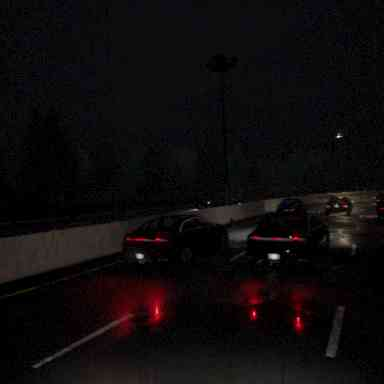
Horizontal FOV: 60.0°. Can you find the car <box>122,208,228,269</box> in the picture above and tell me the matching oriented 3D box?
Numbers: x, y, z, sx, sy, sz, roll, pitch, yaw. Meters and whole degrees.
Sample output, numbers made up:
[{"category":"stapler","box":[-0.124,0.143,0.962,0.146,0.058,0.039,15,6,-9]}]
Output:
[{"category":"car","box":[-0.327,1.525,11.407,2.128,1.511,4.902,-2,0,28]}]

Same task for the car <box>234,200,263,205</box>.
[{"category":"car","box":[7.372,1.288,40.860,1.837,1.490,4.892,-2,-1,31]}]

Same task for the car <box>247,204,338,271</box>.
[{"category":"car","box":[3.208,1.383,10.610,2.128,1.511,4.902,-2,0,28]}]

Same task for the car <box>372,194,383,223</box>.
[{"category":"car","box":[12.346,1.048,20.438,1.837,1.490,4.892,-2,0,28]}]

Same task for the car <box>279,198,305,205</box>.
[{"category":"car","box":[8.349,1.244,27.881,1.812,1.442,4.674,-2,0,28]}]

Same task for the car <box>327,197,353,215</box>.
[{"category":"car","box":[12.370,1.105,27.971,2.033,1.411,5.357,-2,0,28]}]
